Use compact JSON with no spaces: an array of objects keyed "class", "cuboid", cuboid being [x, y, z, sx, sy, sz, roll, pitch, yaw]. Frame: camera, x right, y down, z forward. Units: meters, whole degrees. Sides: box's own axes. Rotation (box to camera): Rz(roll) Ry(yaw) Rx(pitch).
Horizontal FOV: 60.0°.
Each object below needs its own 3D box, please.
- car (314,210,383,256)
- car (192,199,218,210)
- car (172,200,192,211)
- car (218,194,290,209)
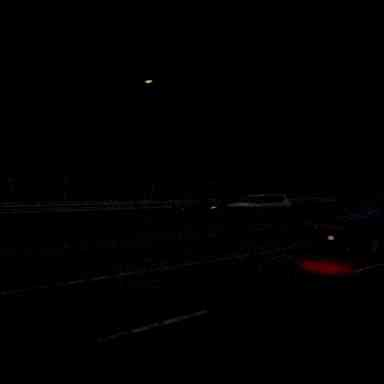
[{"class":"car","cuboid":[6.803,1.421,12.900,5.008,1.535,1.882,0,0,-35]},{"class":"car","cuboid":[2.697,1.275,27.413,4.553,1.767,2.097,0,0,-35]},{"class":"car","cuboid":[0.494,1.401,30.139,5.008,1.535,1.882,0,0,-35]},{"class":"car","cuboid":[4.966,1.143,24.716,5.566,2.045,2.150,0,0,-36]}]
